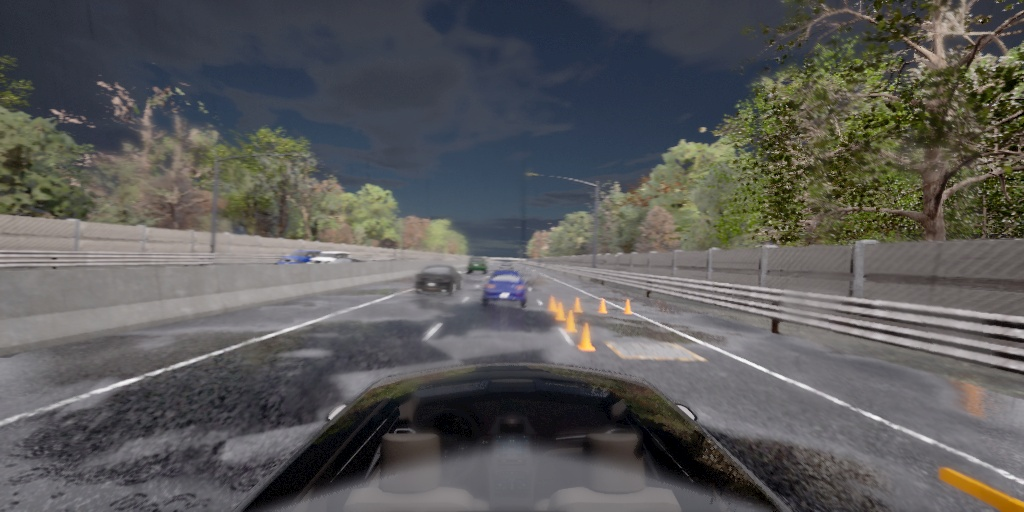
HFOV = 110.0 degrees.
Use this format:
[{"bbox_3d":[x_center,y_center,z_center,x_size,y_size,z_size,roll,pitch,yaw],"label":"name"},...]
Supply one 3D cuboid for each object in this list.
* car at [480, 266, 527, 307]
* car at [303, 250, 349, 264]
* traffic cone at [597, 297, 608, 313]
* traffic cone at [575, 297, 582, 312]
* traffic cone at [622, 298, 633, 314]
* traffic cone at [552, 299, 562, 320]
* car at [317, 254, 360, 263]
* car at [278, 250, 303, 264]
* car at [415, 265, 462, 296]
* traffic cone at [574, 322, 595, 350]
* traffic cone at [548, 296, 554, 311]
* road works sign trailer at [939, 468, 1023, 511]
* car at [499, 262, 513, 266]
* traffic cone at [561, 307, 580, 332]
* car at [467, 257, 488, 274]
[{"bbox_3d":[-0.305,1.381,16.255,1.812,1.442,4.674,2,0,-1],"label":"car"},{"bbox_3d":[-18.257,0.540,36.360,2.150,2.045,5.566,2,-1,0],"label":"car"},{"bbox_3d":[3.603,1.950,14.293,0.340,0.580,0.340,0,0,-1],"label":"traffic cone"},{"bbox_3d":[2.604,1.910,14.278,0.340,0.580,0.340,0,0,-1],"label":"traffic cone"},{"bbox_3d":[4.602,1.990,14.308,0.340,0.580,0.340,0,0,-1],"label":"traffic cone"},{"bbox_3d":[1.635,1.855,12.263,0.340,0.580,0.340,0,0,-1],"label":"traffic cone"},{"bbox_3d":[-14.712,0.892,31.558,1.882,1.535,5.008,2,-1,-1],"label":"car"},{"bbox_3d":[-21.778,0.409,37.425,2.150,2.045,5.566,2,-1,0],"label":"car"},{"bbox_3d":[-3.853,1.218,19.463,1.882,1.535,5.008,2,0,-1],"label":"car"},{"bbox_3d":[1.696,1.826,8.264,0.340,0.580,0.340,0,0,-1],"label":"traffic cone"},{"bbox_3d":[1.605,1.871,14.263,0.340,0.580,0.340,0,0,-1],"label":"traffic cone"},{"bbox_3d":[3.289,0.342,1.287,2.380,3.560,2.880,0,0,-1],"label":"road works sign trailer"},{"bbox_3d":[-0.825,1.629,50.039,2.128,1.511,4.902,2,-1,-1],"label":"car"},{"bbox_3d":[1.666,1.840,10.263,0.340,0.580,0.340,0,0,-1],"label":"traffic cone"},{"bbox_3d":[-4.223,1.171,44.470,2.150,2.045,5.566,2,-1,-1],"label":"car"}]
